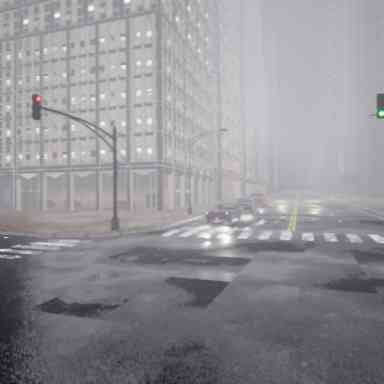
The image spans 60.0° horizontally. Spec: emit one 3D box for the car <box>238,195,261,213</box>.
[{"bbox_3d":[5.641,1.368,35.225,2.128,1.511,4.902,-1,0,18],"label":"car"}]

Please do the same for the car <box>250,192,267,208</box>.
[{"bbox_3d":[8.887,1.022,45.351,2.150,2.045,5.566,-1,0,18],"label":"car"}]

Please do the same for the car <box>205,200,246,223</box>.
[{"bbox_3d":[2.502,1.548,25.460,1.895,1.301,4.718,-1,0,20],"label":"car"}]
